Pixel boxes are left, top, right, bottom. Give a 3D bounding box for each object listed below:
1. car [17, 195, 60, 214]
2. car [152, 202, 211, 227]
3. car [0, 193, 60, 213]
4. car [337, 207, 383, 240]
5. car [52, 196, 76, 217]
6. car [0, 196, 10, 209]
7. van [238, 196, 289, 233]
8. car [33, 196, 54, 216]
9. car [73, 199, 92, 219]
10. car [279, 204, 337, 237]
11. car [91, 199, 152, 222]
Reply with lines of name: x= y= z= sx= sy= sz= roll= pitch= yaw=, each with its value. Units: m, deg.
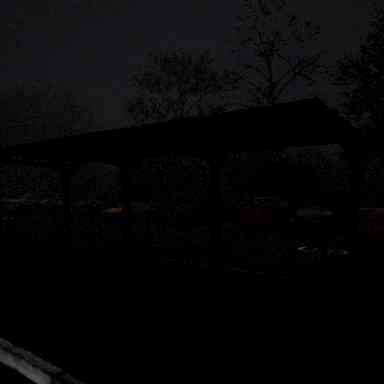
car: x=-13.737 y=1.360 z=32.389 sx=2.097 sy=1.535 sz=5.008 roll=0 pitch=0 yaw=35
car: x=-0.162 y=1.473 z=22.741 sx=2.163 sy=1.488 sz=4.792 roll=0 pitch=0 yaw=35
car: x=-16.021 y=1.095 z=33.964 sx=2.435 sy=2.045 sz=5.566 roll=0 pitch=0 yaw=35
car: x=8.914 y=1.500 z=16.347 sx=2.097 sy=1.535 sz=5.008 roll=0 pitch=0 yaw=35
car: x=-9.204 y=1.389 z=29.183 sx=2.231 sy=1.521 sz=4.892 roll=0 pitch=0 yaw=35
car: x=-25.084 y=1.308 z=40.377 sx=2.163 sy=1.488 sz=4.792 roll=1 pitch=0 yaw=35
van: x=4.453 y=1.246 z=19.653 sx=1.878 sy=1.987 sz=4.442 roll=0 pitch=0 yaw=35
car: x=-11.471 y=1.374 z=30.786 sx=2.097 sy=1.535 sz=5.008 roll=0 pitch=0 yaw=35
car: x=-6.926 y=1.432 z=27.599 sx=2.163 sy=1.488 sz=4.792 roll=0 pitch=0 yaw=35
car: x=6.648 y=1.526 z=17.953 sx=2.002 sy=1.452 sz=4.674 roll=0 pitch=0 yaw=35
car: x=-4.785 y=1.413 z=25.820 sx=1.946 sy=1.575 sz=5.366 roll=0 pitch=0 yaw=35
